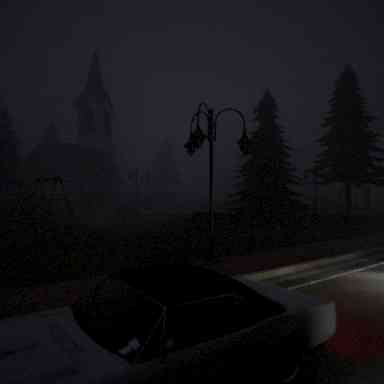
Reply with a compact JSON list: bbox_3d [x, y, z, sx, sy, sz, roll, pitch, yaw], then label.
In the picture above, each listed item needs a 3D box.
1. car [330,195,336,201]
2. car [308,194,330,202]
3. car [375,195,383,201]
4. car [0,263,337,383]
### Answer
[{"bbox_3d":[29.814,1.336,75.349,2.152,1.636,5.027,0,0,-36],"label":"car"},{"bbox_3d":[27.316,1.345,73.450,2.007,1.523,4.514,0,0,-36],"label":"car"},{"bbox_3d":[43.904,1.323,76.173,1.845,1.501,3.633,0,0,-36],"label":"car"},{"bbox_3d":[-0.534,1.601,3.618,4.718,1.301,1.895,0,0,-36],"label":"car"}]
